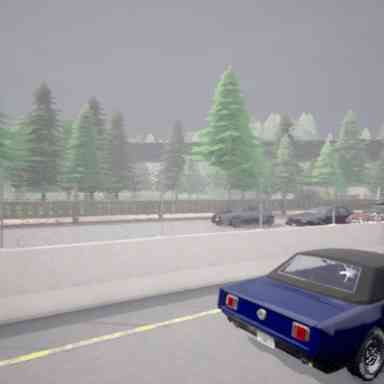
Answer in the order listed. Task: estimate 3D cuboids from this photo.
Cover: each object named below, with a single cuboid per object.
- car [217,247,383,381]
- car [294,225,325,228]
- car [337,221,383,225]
[{"bbox_3d":[2.822,1.607,5.429,4.718,1.301,1.895,0,0,-32],"label":"car"},{"bbox_3d":[8.349,1.562,20.539,5.357,1.411,2.033,0,0,-25],"label":"car"},{"bbox_3d":[10.280,1.384,17.507,4.553,1.767,2.097,0,0,-24],"label":"car"}]
